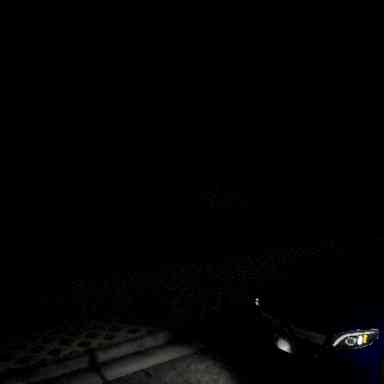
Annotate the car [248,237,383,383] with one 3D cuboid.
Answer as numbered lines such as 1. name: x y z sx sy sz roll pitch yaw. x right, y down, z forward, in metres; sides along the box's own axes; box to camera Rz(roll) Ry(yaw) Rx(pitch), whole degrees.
1. car: 2.973 1.499 5.188 4.674 1.442 1.812 0 0 -35
